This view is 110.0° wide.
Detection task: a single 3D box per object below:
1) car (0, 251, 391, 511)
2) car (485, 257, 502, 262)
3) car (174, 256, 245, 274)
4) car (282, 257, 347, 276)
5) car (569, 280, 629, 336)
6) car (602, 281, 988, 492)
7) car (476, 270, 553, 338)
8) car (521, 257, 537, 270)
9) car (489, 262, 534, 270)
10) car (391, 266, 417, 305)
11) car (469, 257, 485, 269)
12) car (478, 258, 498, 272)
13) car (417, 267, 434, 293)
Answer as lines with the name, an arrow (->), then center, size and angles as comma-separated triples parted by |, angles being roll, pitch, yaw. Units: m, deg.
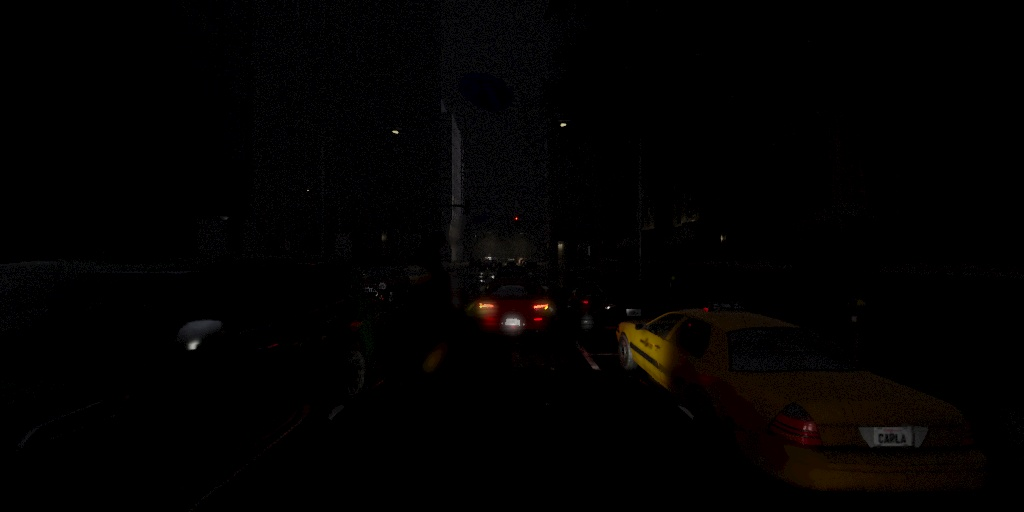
car -> -3.099, 0.972, 3.112 | 2.150, 2.045, 5.566 | 0, 0, 0
car -> -3.152, 1.328, 57.882 | 1.994, 1.385, 4.181 | 0, 0, 0
car -> -27.357, 0.751, 32.511 | 4.892, 1.490, 1.837 | 1, 0, 0
car -> -17.858, 0.936, 32.540 | 4.892, 1.490, 1.837 | 1, 0, 0
car -> 2.754, 1.316, 10.195 | 1.948, 1.339, 4.313 | 0, 0, 0
car -> 2.760, 1.275, 4.908 | 1.751, 1.417, 4.829 | 0, 0, 0
car -> 0.060, 1.276, 10.028 | 1.812, 1.442, 4.674 | 0, 0, 0
car -> 2.702, 1.202, 53.077 | 1.967, 1.591, 4.097 | 0, 0, 0
car -> -0.002, 1.256, 18.895 | 1.837, 1.490, 4.892 | 0, 0, 0
car -> -5.778, 1.190, 15.640 | 1.967, 1.591, 4.097 | 0, 0, 0
car -> -5.830, 1.079, 58.504 | 2.192, 1.841, 5.009 | 0, 0, 0
car -> -3.153, 1.285, 47.915 | 1.812, 1.442, 4.674 | 0, 0, 0
car -> -5.785, 1.277, 20.926 | 1.751, 1.417, 4.829 | 0, 0, 0
